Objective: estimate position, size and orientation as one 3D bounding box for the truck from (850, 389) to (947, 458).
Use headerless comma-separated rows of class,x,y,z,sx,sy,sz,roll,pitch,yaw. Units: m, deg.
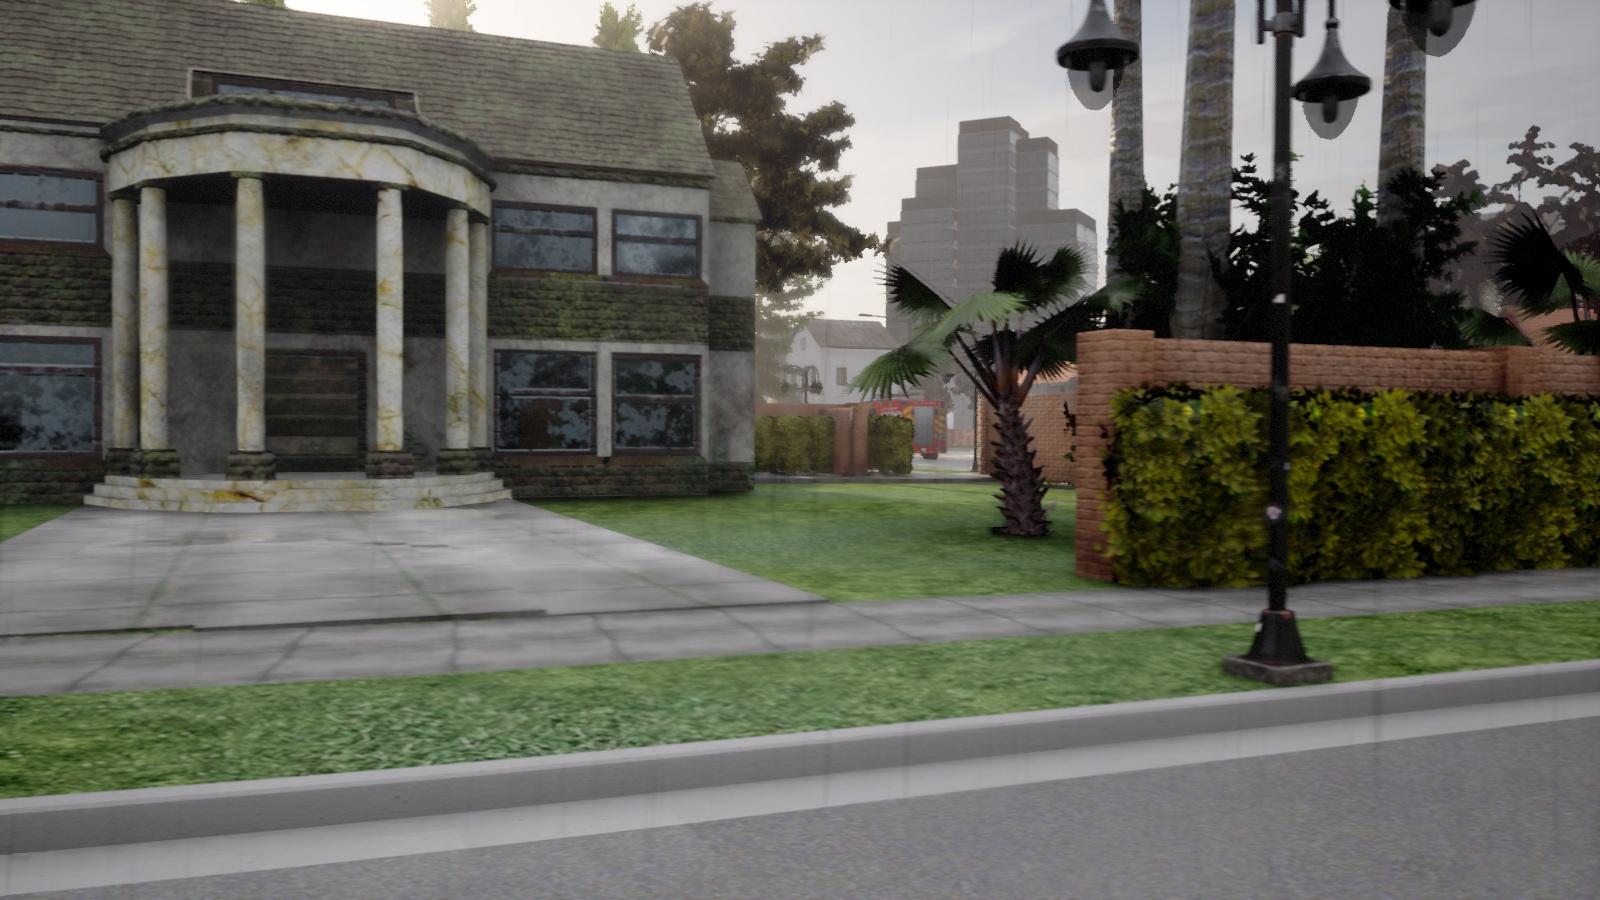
truck,5.710,-1.542,74.846,2.891,3.827,8.468,-1,1,-16
